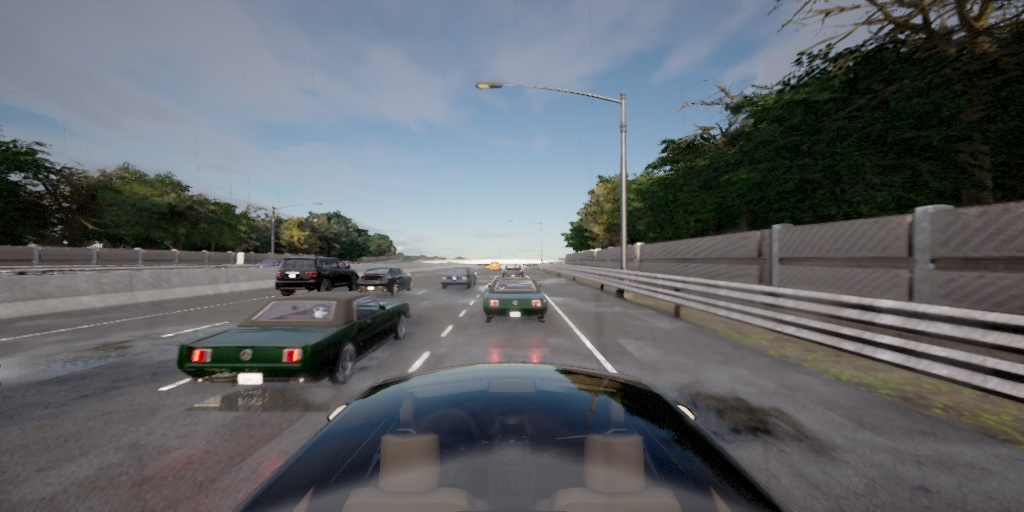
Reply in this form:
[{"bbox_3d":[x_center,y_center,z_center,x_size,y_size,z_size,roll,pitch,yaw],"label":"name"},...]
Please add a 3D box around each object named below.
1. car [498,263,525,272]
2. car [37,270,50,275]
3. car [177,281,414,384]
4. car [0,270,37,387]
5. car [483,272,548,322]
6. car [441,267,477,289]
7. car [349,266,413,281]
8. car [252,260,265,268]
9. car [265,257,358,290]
[{"bbox_3d":[0.100,1.478,32.363,2.128,1.511,4.902,0,-1,0],"label":"car"},{"bbox_3d":[-28.099,1.445,19.964,1.895,1.301,4.718,0,-1,0],"label":"car"},{"bbox_3d":[-3.500,1.362,7.025,1.895,1.301,4.718,0,0,0],"label":"car"},{"bbox_3d":[-6.900,0.972,1.587,2.150,2.045,5.566,0,0,0],"label":"car"},{"bbox_3d":[0.100,1.388,12.426,1.895,1.301,4.718,0,0,0],"label":"car"},{"bbox_3d":[-3.500,1.431,24.241,2.033,1.411,5.357,0,-1,0],"label":"car"},{"bbox_3d":[-6.900,1.348,19.947,1.837,1.490,4.892,0,0,0],"label":"car"},{"bbox_3d":[-31.564,1.428,47.261,2.150,2.045,5.566,0,-1,0],"label":"car"},{"bbox_3d":[-10.400,1.062,19.644,2.150,2.045,5.566,0,-1,0],"label":"car"}]
